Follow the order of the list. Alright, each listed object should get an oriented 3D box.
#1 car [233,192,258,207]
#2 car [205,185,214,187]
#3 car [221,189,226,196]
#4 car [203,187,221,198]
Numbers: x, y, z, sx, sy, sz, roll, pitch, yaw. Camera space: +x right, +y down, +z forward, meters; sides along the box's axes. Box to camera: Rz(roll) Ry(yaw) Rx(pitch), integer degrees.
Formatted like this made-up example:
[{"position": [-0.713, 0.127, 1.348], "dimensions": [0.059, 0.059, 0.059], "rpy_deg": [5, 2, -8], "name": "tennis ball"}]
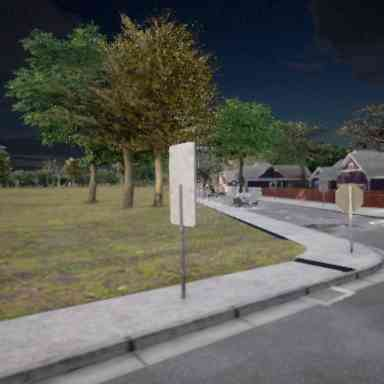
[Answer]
[{"position": [5.522, 0.780, 35.086], "dimensions": [1.812, 1.442, 4.674], "rpy_deg": [-1, 1, -6], "name": "car"}, {"position": [3.954, -0.518, 76.600], "dimensions": [2.150, 2.045, 5.566], "rpy_deg": [-1, 2, -6], "name": "car"}, {"position": [5.328, 0.143, 64.637], "dimensions": [1.895, 1.301, 4.718], "rpy_deg": [-1, 2, -6], "name": "car"}, {"position": [3.185, 0.271, 57.584], "dimensions": [1.837, 1.490, 4.892], "rpy_deg": [-1, 1, -6], "name": "car"}]
